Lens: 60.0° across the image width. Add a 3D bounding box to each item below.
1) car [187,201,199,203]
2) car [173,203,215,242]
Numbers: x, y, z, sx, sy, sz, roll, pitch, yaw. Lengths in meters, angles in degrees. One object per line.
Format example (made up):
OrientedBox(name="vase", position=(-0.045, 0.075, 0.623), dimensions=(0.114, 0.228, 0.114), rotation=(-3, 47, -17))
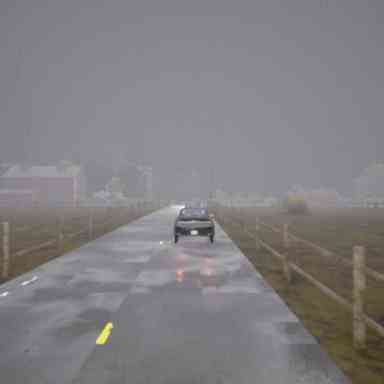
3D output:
OrientedBox(name="car", position=(0.092, 1.718, 35.722), dimensions=(2.033, 1.411, 5.357), rotation=(0, 0, 0))
OrientedBox(name="car", position=(0.096, 1.523, 16.642), dimensions=(2.128, 1.511, 4.902), rotation=(0, 0, 0))
